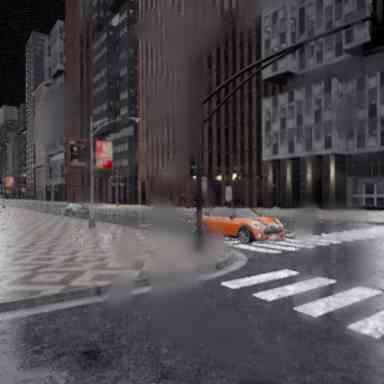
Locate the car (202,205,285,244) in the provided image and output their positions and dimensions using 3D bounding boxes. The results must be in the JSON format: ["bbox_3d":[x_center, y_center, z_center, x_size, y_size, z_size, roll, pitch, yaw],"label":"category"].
[{"bbox_3d":[2.403,1.487,16.778,2.097,1.767,4.553,-1,-1,-35],"label":"car"}]

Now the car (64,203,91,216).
[{"bbox_3d":[-13.637,2.052,39.360,1.812,1.442,4.674,-1,0,-35],"label":"car"}]
